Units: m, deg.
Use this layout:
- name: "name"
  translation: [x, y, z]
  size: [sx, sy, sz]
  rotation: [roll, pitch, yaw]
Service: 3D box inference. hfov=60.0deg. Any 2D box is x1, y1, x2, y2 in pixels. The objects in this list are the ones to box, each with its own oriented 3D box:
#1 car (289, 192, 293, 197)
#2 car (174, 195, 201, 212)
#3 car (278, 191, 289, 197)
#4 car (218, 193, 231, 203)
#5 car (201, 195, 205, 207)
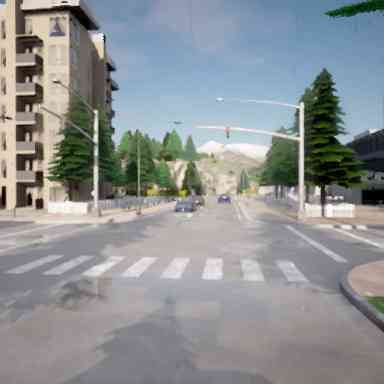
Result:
- name: "car"
  translation: [26.649, 0.795, 91.523]
  size: [1.970, 1.475, 3.806]
  rotation: [0, 0, 7]
- name: "car"
  translation: [-0.554, 1.326, 35.024]
  size: [2.033, 1.411, 5.357]
  rotation: [0, 0, 7]
- name: "car"
  translation: [22.774, 0.829, 84.527]
  size: [1.845, 1.501, 3.633]
  rotation: [0, 0, 7]
- name: "car"
  translation: [5.543, 0.983, 56.716]
  size: [2.097, 1.767, 4.553]
  rotation: [0, 0, 7]
- name: "car"
  translation: [0.721, 1.190, 46.053]
  size: [2.128, 1.511, 4.902]
  rotation: [0, 1, 7]
